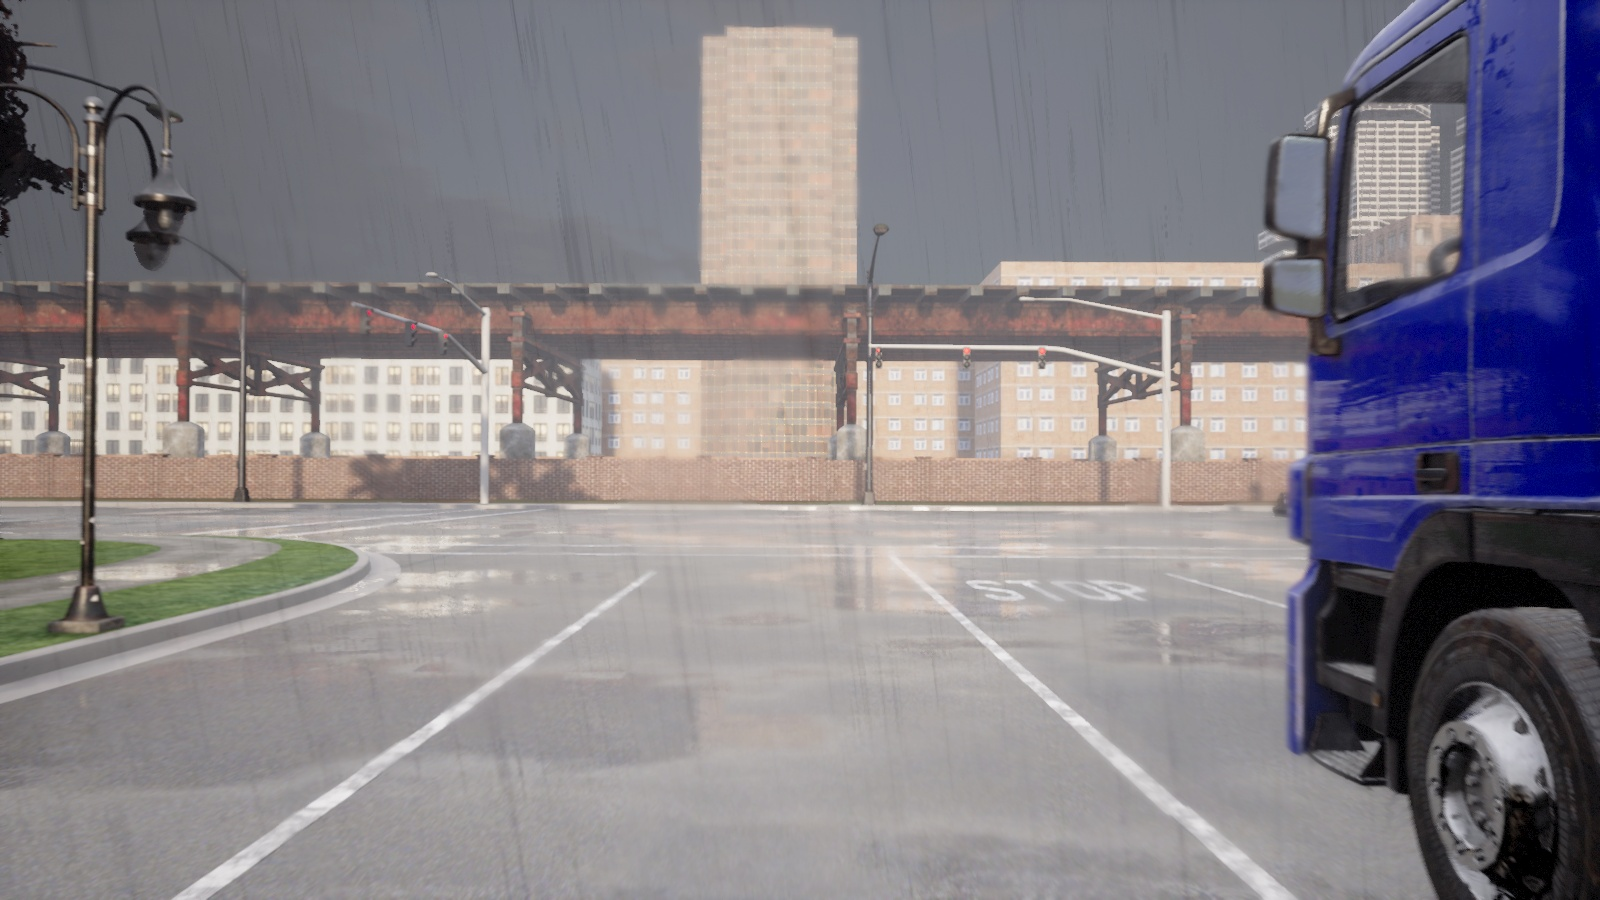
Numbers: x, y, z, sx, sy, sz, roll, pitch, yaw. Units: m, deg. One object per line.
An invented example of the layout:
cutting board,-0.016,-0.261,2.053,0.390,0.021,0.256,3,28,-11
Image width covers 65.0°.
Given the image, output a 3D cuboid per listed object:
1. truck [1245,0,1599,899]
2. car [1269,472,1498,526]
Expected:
truck,3.491,-0.152,1.731,2.891,3.462,7.936,0,-1,0
car,16.040,1.334,34.757,5.357,1.411,2.033,-1,-1,1
